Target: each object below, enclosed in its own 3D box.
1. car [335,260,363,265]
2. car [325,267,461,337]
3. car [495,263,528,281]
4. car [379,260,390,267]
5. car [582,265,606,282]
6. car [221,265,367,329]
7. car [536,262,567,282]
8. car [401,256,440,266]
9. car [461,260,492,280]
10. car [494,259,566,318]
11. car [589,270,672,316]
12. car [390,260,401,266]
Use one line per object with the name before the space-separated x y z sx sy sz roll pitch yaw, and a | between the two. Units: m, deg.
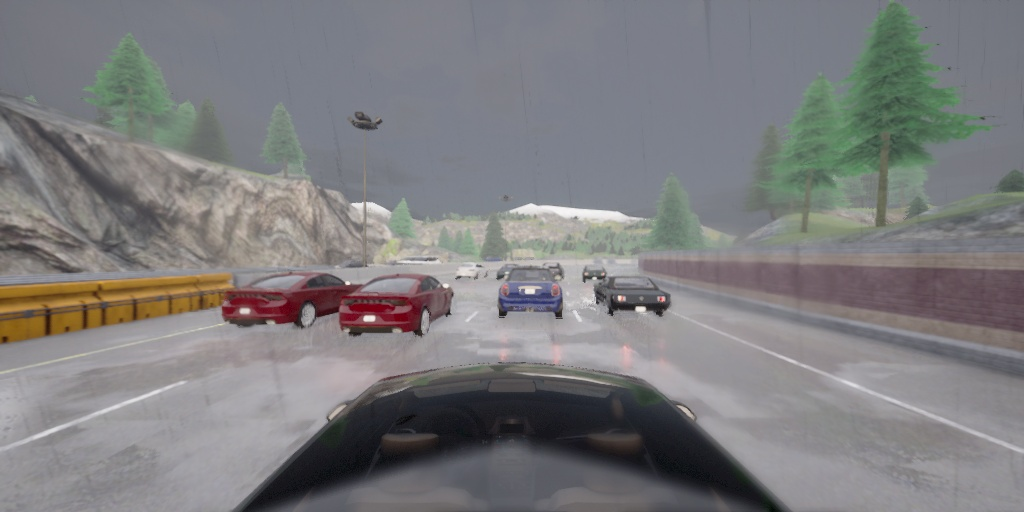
car | -21.313 1.266 47.204 2.128 1.511 4.902 0 0 16
car | -3.004 1.235 10.402 1.882 1.535 5.008 0 0 3
car | 0.038 1.360 31.267 1.994 1.385 4.181 0 0 12
car | -16.616 1.284 50.526 2.128 1.511 4.902 0 0 18
car | 6.727 1.407 29.309 1.895 1.301 4.718 0 0 12
car | -6.446 1.229 11.353 1.882 1.535 5.008 0 0 4
car | 3.492 1.293 30.745 2.128 1.511 4.902 0 0 13
car | -11.053 1.015 44.994 2.150 2.045 5.566 0 0 17
car | -3.476 1.315 31.644 1.812 1.442 4.674 0 0 12
car | 0.744 1.121 13.222 2.097 1.767 4.553 0 0 5
car | 4.240 1.378 13.440 1.895 1.301 4.718 0 0 5
car | -13.541 1.019 48.706 2.150 2.045 5.566 0 0 18
